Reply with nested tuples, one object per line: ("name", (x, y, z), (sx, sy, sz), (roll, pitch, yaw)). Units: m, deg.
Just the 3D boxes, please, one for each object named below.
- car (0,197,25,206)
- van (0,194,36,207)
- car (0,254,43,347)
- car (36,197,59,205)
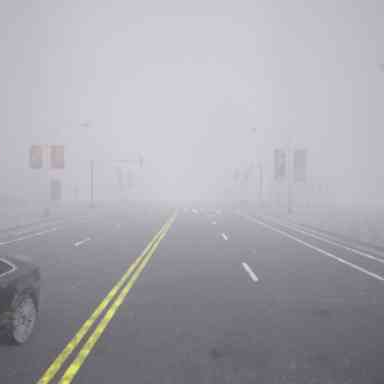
("car", (-29.254, 1.467, 53.063), (4.206, 1.307, 1.802), (0, 0, 0))
("van", (-23.571, 1.222, 44.541), (3.998, 1.788, 1.690), (0, 0, 0))
("car", (-3.351, 1.484, 3.493), (2.128, 1.511, 4.902), (0, 0, 0))
("car", (-23.576, 1.440, 53.066), (4.403, 1.369, 2.008), (0, 0, 0))
